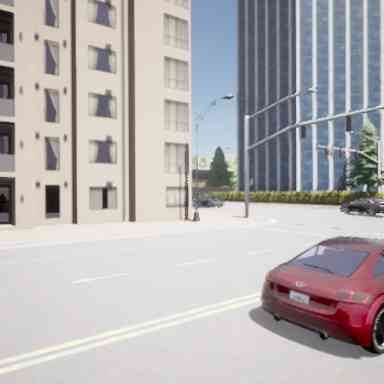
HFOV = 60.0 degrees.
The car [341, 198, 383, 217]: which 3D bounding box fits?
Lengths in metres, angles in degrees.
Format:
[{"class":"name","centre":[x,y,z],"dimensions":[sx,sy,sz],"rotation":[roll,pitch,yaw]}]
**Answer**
[{"class":"car","centre":[15.164,1.288,28.959],"dimensions":[2.128,1.511,4.902],"rotation":[0,0,-18]}]

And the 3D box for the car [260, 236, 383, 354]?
[{"class":"car","centre":[3.240,1.521,6.104],"dimensions":[4.181,1.385,1.994],"rotation":[0,0,-35]}]

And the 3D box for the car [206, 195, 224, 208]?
[{"class":"car","centre":[2.139,1.165,43.115],"dimensions":[2.097,1.767,4.553],"rotation":[0,0,-35]}]

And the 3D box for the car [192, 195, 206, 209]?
[{"class":"car","centre":[-0.735,1.190,41.116],"dimensions":[2.097,1.767,4.553],"rotation":[0,0,-35]}]
